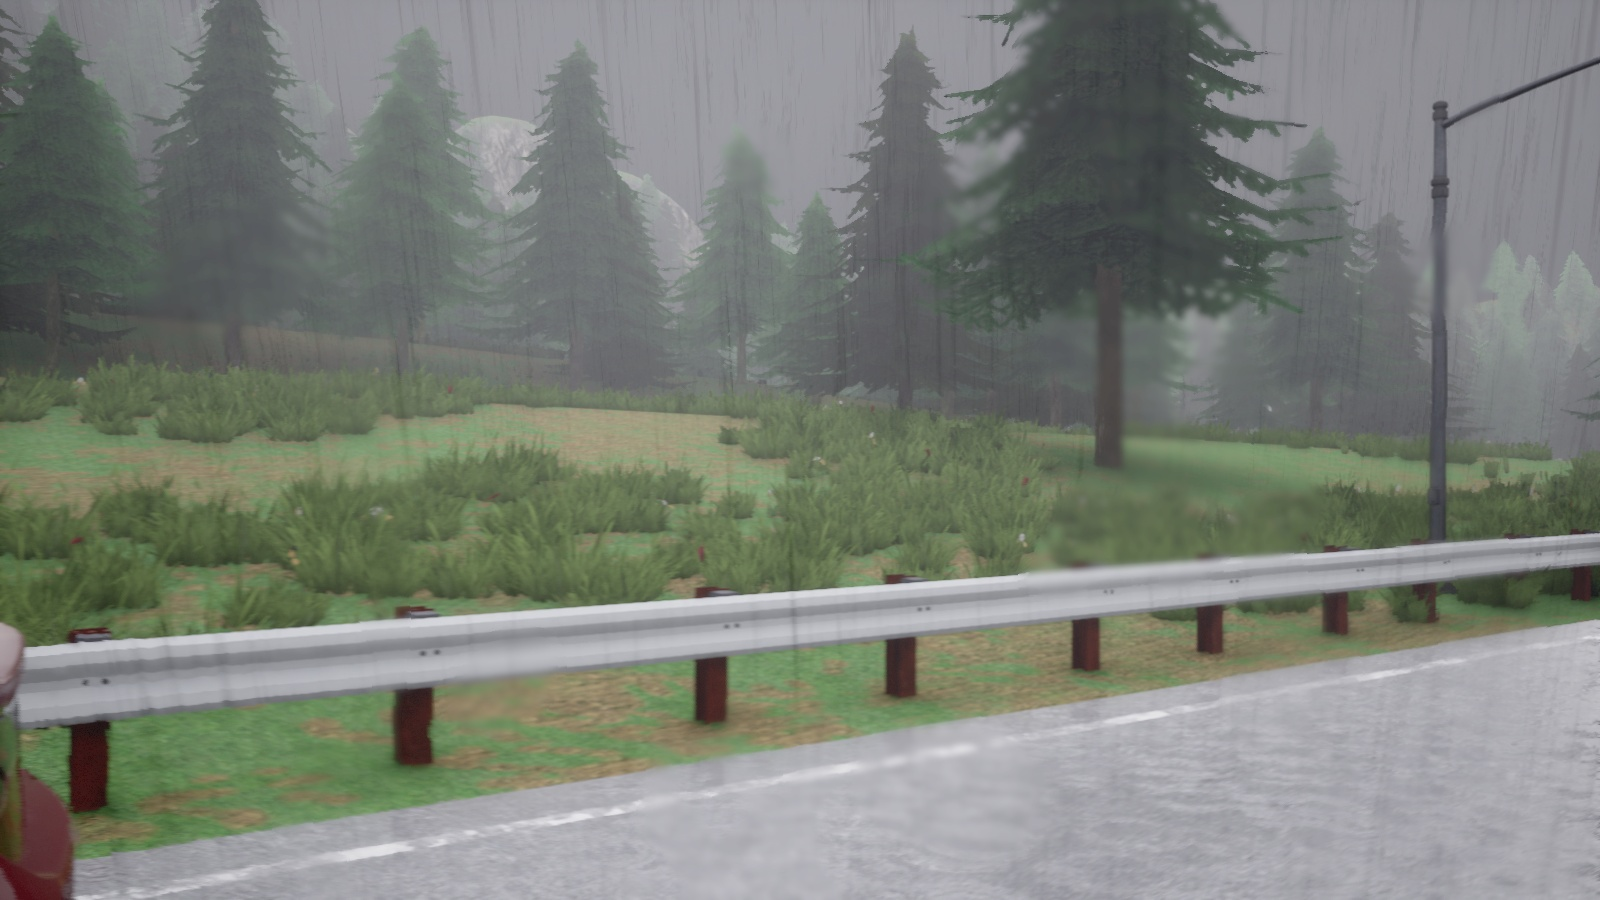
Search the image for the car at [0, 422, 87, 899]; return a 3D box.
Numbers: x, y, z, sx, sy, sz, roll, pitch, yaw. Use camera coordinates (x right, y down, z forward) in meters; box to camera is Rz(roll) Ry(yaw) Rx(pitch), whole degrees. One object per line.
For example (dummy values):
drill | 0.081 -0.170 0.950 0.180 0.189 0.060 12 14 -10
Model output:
car | -3.616 0.729 1.142 5.008 1.535 1.882 0 0 -35
